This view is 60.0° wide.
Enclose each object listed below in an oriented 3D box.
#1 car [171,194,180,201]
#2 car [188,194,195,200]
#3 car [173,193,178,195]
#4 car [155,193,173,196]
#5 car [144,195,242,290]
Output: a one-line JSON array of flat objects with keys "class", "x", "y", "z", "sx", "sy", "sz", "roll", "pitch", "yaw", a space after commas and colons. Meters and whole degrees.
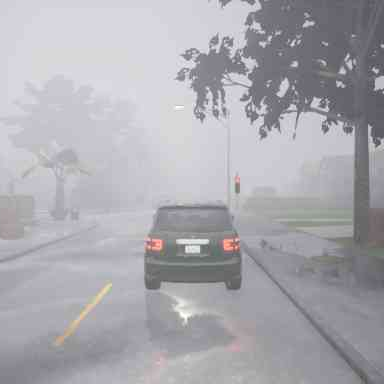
[{"class": "car", "x": -4.006, "y": 1.341, "z": 81.355, "sx": 2.097, "sy": 1.767, "sz": 4.553, "roll": 0, "pitch": 0, "yaw": 0}, {"class": "car", "x": -0.007, "y": 1.356, "z": 88.183, "sx": 1.812, "sy": 1.442, "sz": 4.674, "roll": 0, "pitch": 0, "yaw": 0}, {"class": "car", "x": -4.026, "y": 1.224, "z": 66.393, "sx": 2.150, "sy": 2.045, "sz": 5.566, "roll": 0, "pitch": 0, "yaw": 0}, {"class": "car", "x": -4.100, "y": 1.221, "z": 44.937, "sx": 2.150, "sy": 2.045, "sz": 5.566, "roll": 0, "pitch": 0, "yaw": 0}, {"class": "car", "x": 0.036, "y": 1.221, "z": 9.228, "sx": 2.150, "sy": 2.045, "sz": 5.566, "roll": 0, "pitch": 0, "yaw": 0}]
